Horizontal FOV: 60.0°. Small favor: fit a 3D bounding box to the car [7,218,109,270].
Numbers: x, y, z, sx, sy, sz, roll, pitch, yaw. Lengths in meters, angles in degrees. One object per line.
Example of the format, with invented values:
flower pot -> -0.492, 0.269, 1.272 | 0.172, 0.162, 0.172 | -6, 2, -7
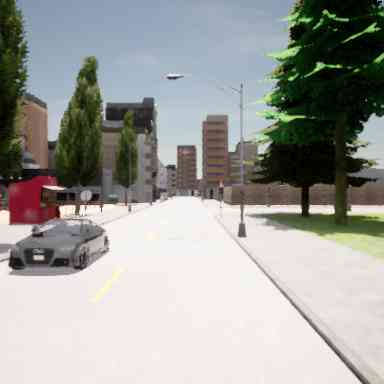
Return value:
car -> -4.091, 1.561, 10.869 | 1.994, 1.385, 4.181 | 0, 0, 0
